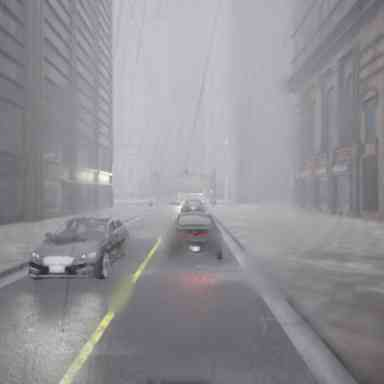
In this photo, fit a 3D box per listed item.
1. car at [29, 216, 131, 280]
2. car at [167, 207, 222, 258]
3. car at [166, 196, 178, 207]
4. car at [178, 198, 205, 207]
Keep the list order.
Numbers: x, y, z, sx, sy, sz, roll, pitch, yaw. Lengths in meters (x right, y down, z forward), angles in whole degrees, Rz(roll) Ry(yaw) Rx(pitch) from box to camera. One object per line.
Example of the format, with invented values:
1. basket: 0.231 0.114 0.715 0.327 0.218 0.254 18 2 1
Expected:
1. car: -3.098 1.508 10.088 2.128 1.511 4.902 0 0 0
2. car: 0.098 1.525 12.784 1.837 1.490 4.892 0 0 0
3. car: -2.997 1.483 53.894 2.097 1.767 4.553 0 0 0
4. car: 0.100 1.397 29.494 2.097 1.767 4.553 0 0 0
